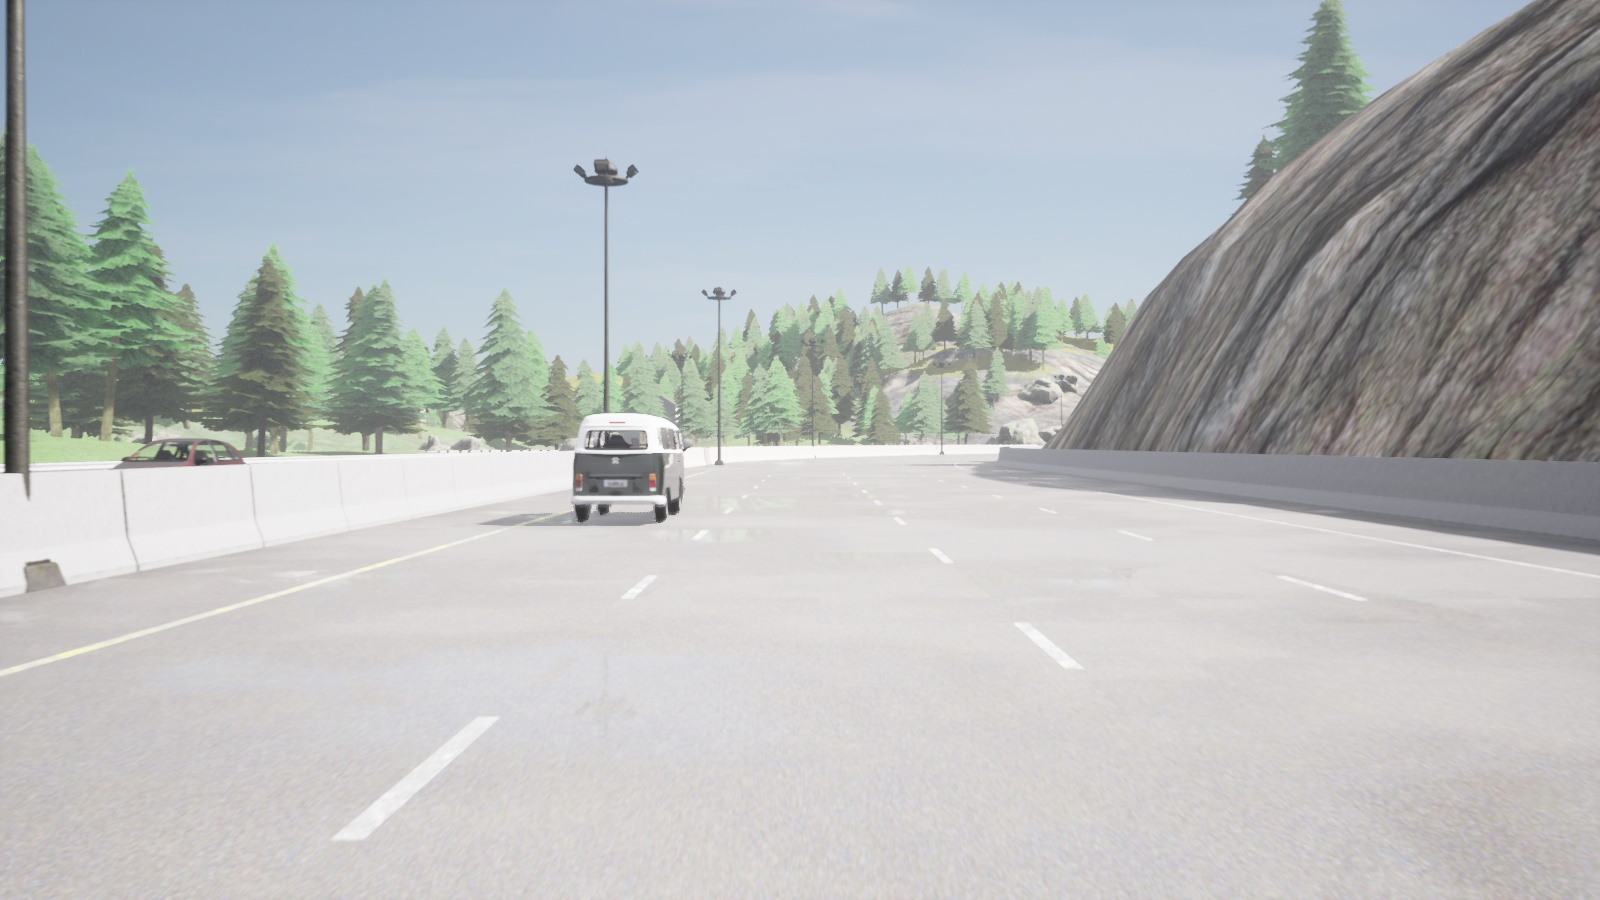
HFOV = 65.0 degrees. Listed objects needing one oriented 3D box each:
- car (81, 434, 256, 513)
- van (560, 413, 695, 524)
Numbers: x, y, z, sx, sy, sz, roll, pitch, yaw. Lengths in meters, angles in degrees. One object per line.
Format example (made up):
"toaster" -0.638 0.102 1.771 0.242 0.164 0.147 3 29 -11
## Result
"car" -13.827 0.477 27.768 1.851 1.617 3.988 0 0 0
"van" -3.341 0.325 25.152 2.069 2.038 4.480 0 0 0
